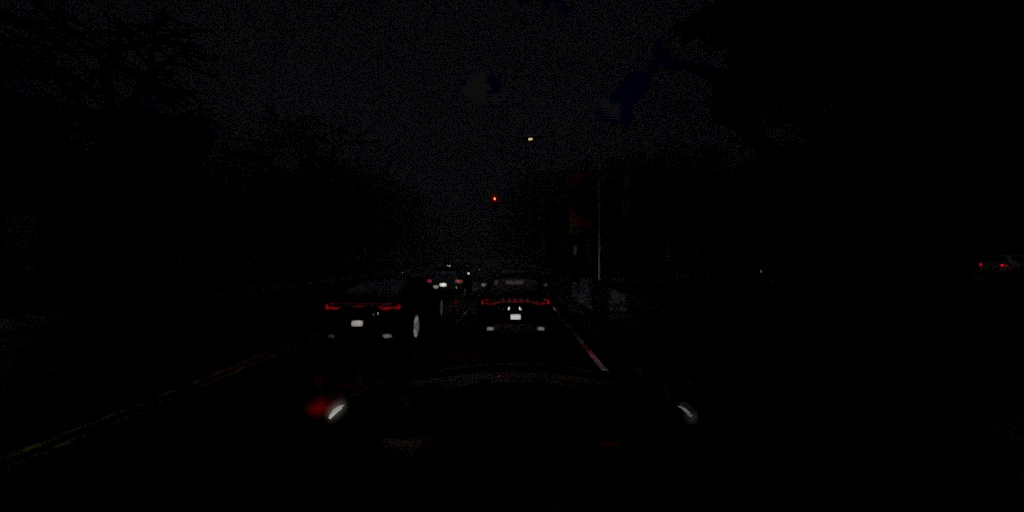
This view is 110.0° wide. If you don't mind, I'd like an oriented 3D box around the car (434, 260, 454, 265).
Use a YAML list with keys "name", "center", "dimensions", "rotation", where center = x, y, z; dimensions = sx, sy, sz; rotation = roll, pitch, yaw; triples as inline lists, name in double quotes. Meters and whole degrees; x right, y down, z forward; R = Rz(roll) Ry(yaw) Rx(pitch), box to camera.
- name: "car"
  center: [-9.914, 1.273, 51.061]
  dimensions: [2.128, 1.511, 4.902]
  rotation: [0, 0, 0]

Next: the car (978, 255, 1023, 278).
- name: "car"
  center: [43.545, 0.938, 30.623]
  dimensions: [5.566, 2.045, 2.150]
  rotation: [0, 0, 0]

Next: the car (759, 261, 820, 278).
- name: "car"
  center: [25.865, 1.219, 33.519]
  dimensions: [4.902, 1.511, 2.128]
  rotation: [0, 0, 0]

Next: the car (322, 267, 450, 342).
- name: "car"
  center: [-3.169, 1.229, 9.816]
  dimensions: [1.882, 1.535, 5.008]
  rotation: [0, 0, 0]

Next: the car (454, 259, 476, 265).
- name: "car"
  center: [-6.664, 1.288, 51.093]
  dimensions: [1.837, 1.490, 4.892]
  rotation: [0, 0, 0]

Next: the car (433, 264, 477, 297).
- name: "car"
  center: [-3.199, 1.319, 18.754]
  dimensions: [1.994, 1.385, 4.181]
  rotation: [0, 0, 0]

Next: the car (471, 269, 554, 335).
- name: "car"
  center: [0.080, 1.229, 10.563]
  dimensions: [1.882, 1.535, 5.008]
  rotation: [0, 0, 0]

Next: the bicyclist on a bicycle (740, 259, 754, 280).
- name: "bicyclist on a bicycle"
  center: [18.088, 1.040, 27.659]
  dimensions: [0.582, 1.620, 1.656]
  rotation: [0, 0, 0]
